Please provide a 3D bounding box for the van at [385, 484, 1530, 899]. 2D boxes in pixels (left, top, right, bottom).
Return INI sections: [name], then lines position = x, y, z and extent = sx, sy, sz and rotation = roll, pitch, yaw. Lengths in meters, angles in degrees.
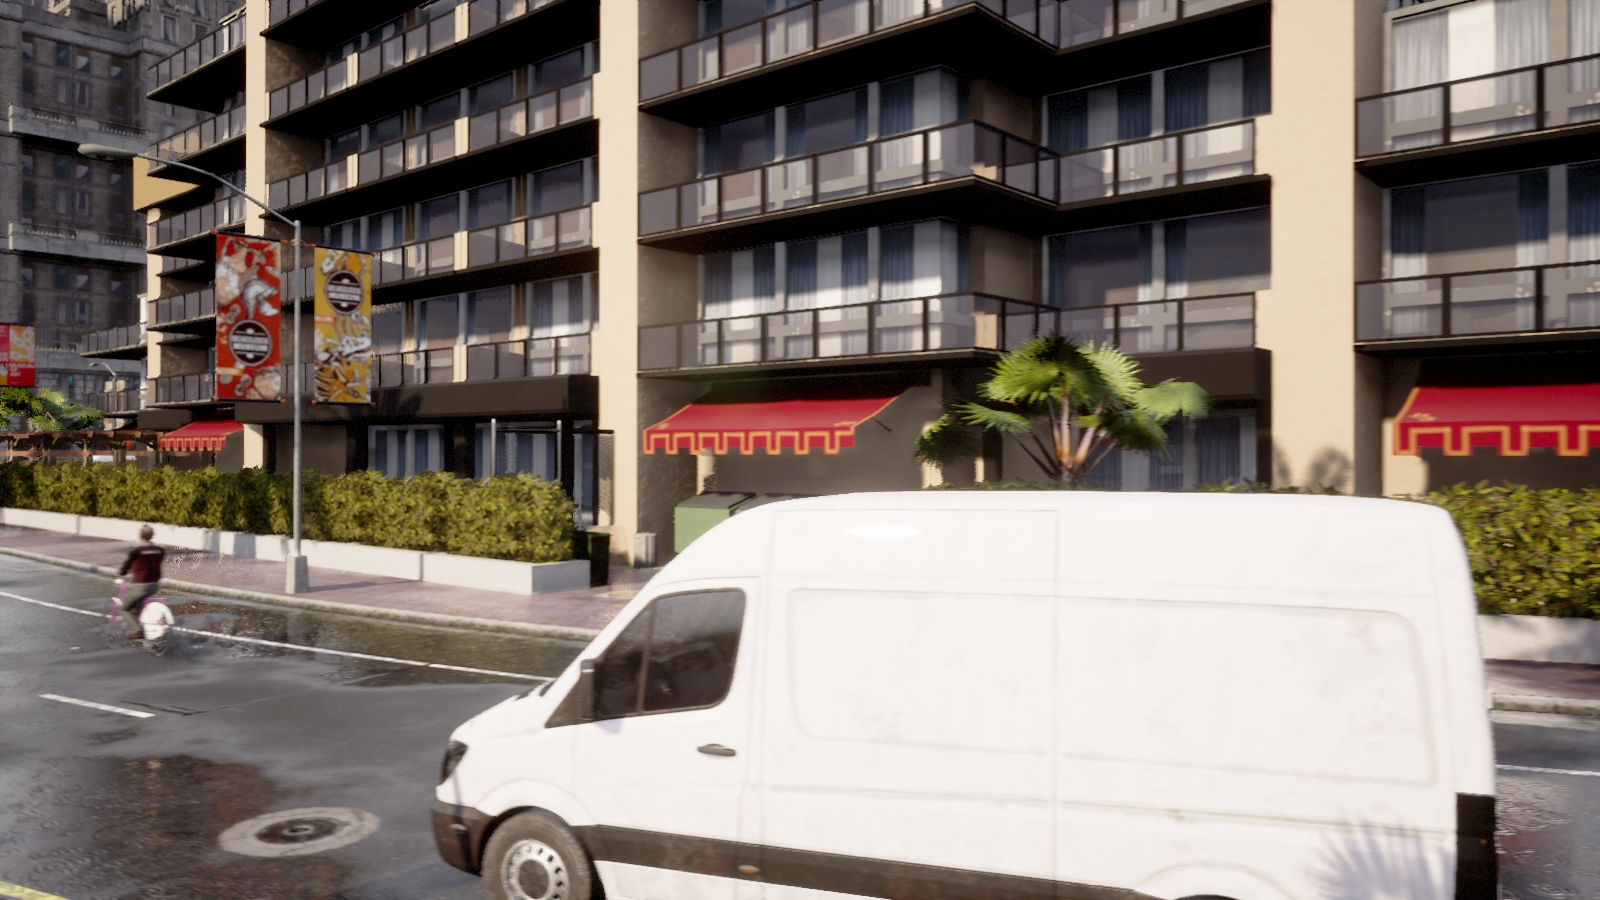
[van]
position = 0.633, 1.537, 6.751
extent = 5.915, 2.561, 1.988
rotation = 0, 0, 20
